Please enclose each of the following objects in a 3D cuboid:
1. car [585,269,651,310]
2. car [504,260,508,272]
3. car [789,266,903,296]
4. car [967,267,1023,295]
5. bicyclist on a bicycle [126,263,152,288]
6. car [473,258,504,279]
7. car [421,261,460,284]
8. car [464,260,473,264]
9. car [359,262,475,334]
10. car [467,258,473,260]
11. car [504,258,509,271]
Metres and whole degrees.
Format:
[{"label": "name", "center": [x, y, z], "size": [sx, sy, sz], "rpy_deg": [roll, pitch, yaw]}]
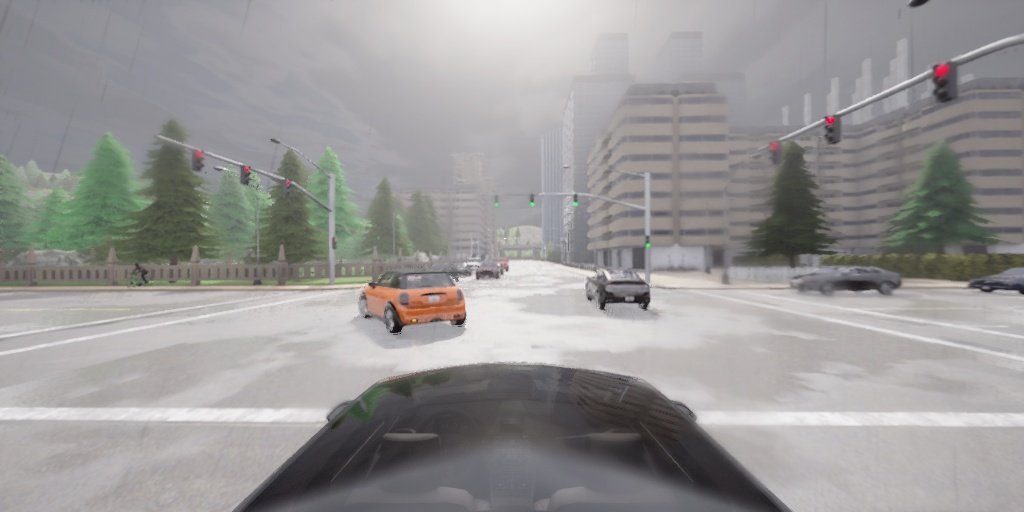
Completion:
[{"label": "car", "center": [4.248, 1.294, 14.967], "size": [2.128, 1.511, 4.902], "rpy_deg": [0, 0, 3]}, {"label": "car", "center": [-1.969, 1.555, 43.360], "size": [1.994, 1.385, 4.181], "rpy_deg": [0, 0, 2]}, {"label": "car", "center": [17.385, 1.250, 18.815], "size": [4.902, 1.511, 2.128], "rpy_deg": [0, 0, 2]}, {"label": "car", "center": [27.255, 1.256, 18.552], "size": [5.357, 1.411, 2.033], "rpy_deg": [0, 0, 1]}, {"label": "bicyclist on a bicycle", "center": [-24.641, 1.295, 23.715], "size": [0.582, 1.620, 1.656], "rpy_deg": [0, 0, 2]}, {"label": "car", "center": [-2.225, 1.296, 34.745], "size": [2.097, 1.767, 4.553], "rpy_deg": [0, 0, 2]}, {"label": "car", "center": [-5.926, 1.291, 30.401], "size": [2.097, 1.767, 4.553], "rpy_deg": [0, 0, 4]}, {"label": "car", "center": [-5.596, 1.478, 39.344], "size": [2.128, 1.511, 4.902], "rpy_deg": [0, 0, 2]}, {"label": "car", "center": [-3.285, 1.172, 11.297], "size": [2.097, 1.767, 4.553], "rpy_deg": [0, 0, -35]}, {"label": "car", "center": [-5.293, 1.261, 49.247], "size": [2.150, 2.045, 5.566], "rpy_deg": [0, 0, 2]}, {"label": "car", "center": [-1.615, 1.270, 54.038], "size": [2.150, 2.045, 5.566], "rpy_deg": [0, 0, 2]}]
